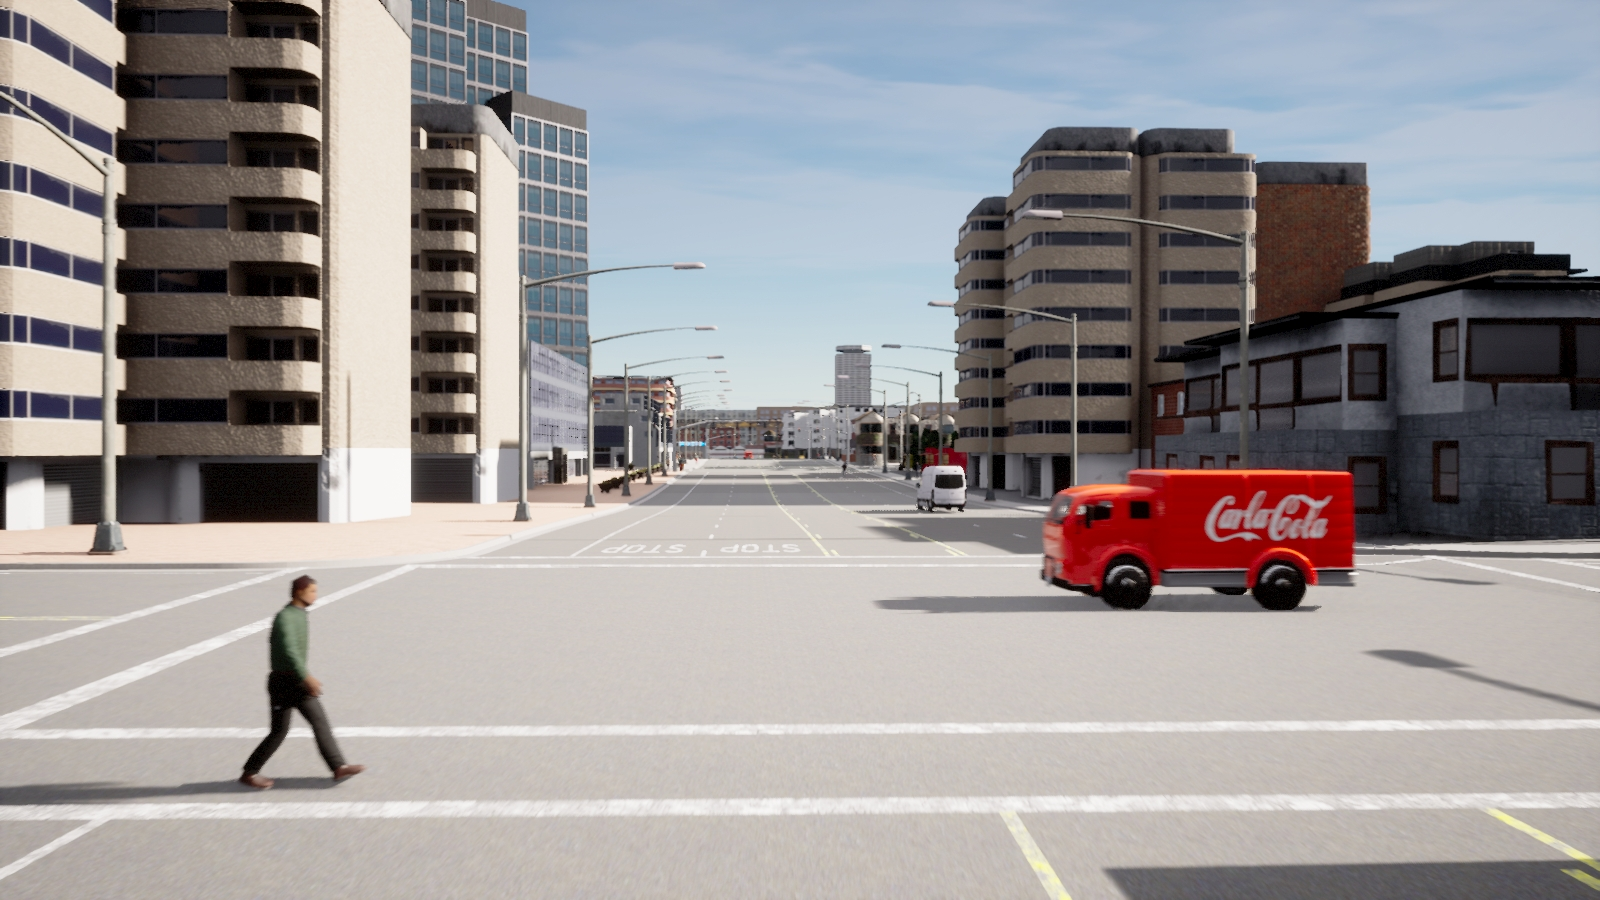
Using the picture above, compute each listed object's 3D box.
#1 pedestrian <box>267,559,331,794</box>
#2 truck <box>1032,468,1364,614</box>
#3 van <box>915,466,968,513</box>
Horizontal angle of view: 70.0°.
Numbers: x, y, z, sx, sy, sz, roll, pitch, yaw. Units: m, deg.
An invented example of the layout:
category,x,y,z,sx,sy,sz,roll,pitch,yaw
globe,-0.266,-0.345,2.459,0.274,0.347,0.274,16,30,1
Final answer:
category,x,y,z,sx,sy,sz,roll,pitch,yaw
pedestrian,-4.128,1.851,9.423,0.375,1.860,0.375,0,0,-3
truck,7.196,1.598,21.180,5.204,2.467,2.627,0,0,-2
van,7.999,2.213,65.049,1.988,2.561,5.915,0,-1,-3
